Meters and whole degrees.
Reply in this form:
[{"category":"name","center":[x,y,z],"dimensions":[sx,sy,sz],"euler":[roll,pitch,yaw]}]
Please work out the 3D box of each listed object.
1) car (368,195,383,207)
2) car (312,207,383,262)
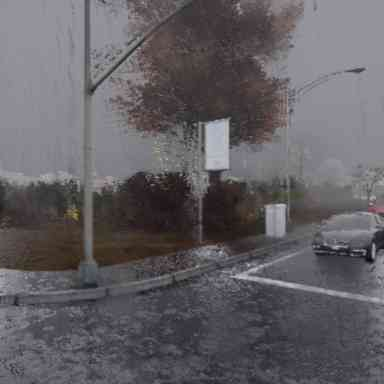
[{"category":"car","center":[12.193,1.222,20.132],"dimensions":[2.150,2.045,5.566],"euler":[0,0,38]},{"category":"car","center":[6.051,1.518,12.433],"dimensions":[1.837,1.490,4.892],"euler":[0,0,39]}]
